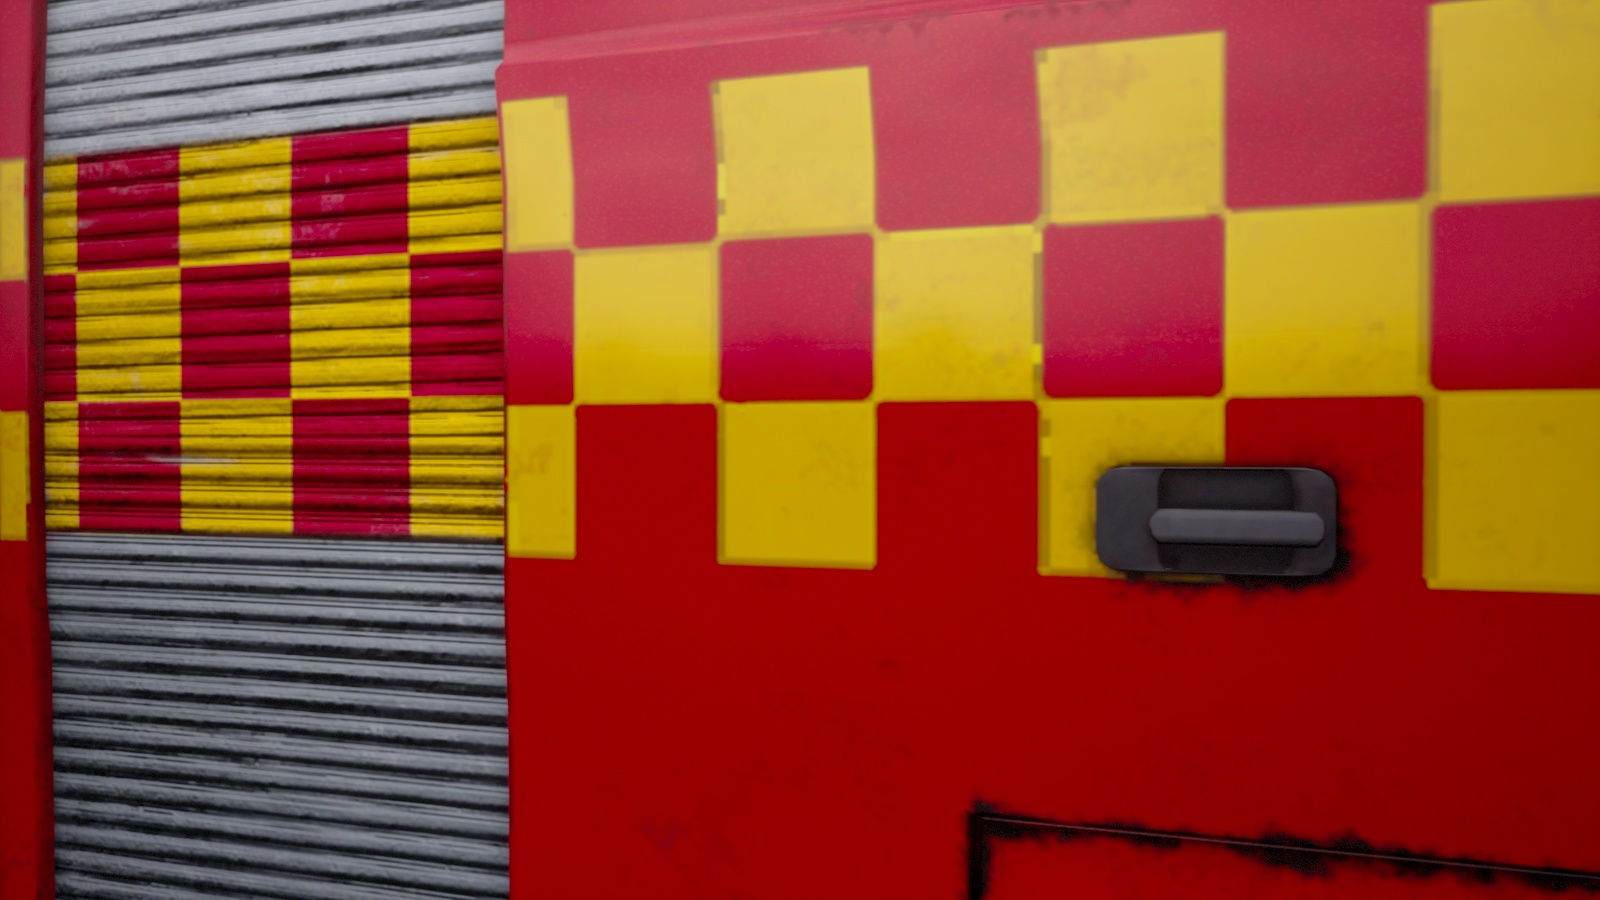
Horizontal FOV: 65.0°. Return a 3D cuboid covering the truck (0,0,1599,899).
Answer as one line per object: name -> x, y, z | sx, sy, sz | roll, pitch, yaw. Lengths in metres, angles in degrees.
truck -> 0.986, -0.380, 2.844 | 8.468, 3.827, 2.891 | 1, 1, 19

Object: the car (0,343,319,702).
car -> -6.496, 0.376, 9.057 | 5.566, 2.045, 2.150 | 1, 1, 19
